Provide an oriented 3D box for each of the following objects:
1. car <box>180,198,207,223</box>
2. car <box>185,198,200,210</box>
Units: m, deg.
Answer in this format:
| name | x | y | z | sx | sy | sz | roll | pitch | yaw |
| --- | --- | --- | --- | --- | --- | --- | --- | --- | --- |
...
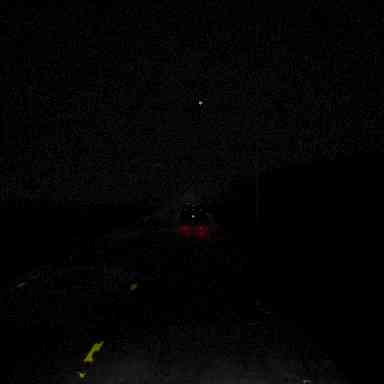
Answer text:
| name | x | y | z | sx | sy | sz | roll | pitch | yaw |
| --- | --- | --- | --- | --- | --- | --- | --- | --- | --- |
| car | 0.102 | 1.469 | 25.423 | 2.128 | 1.511 | 4.902 | 0 | 0 | 0 |
| car | 0.103 | 1.485 | 42.350 | 1.812 | 1.442 | 4.674 | 0 | 0 | 0 |
